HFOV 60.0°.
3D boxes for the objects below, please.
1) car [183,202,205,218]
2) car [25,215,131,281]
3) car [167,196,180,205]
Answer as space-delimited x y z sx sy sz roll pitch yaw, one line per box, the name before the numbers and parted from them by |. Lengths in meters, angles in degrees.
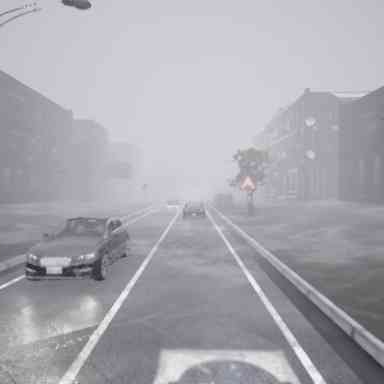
car | 0.184 1.529 29.639 1.895 1.301 4.718 0 1 0
car | -3.073 1.484 9.889 2.128 1.511 4.902 0 0 0
car | -2.906 1.396 53.111 1.994 1.385 4.181 0 0 1
